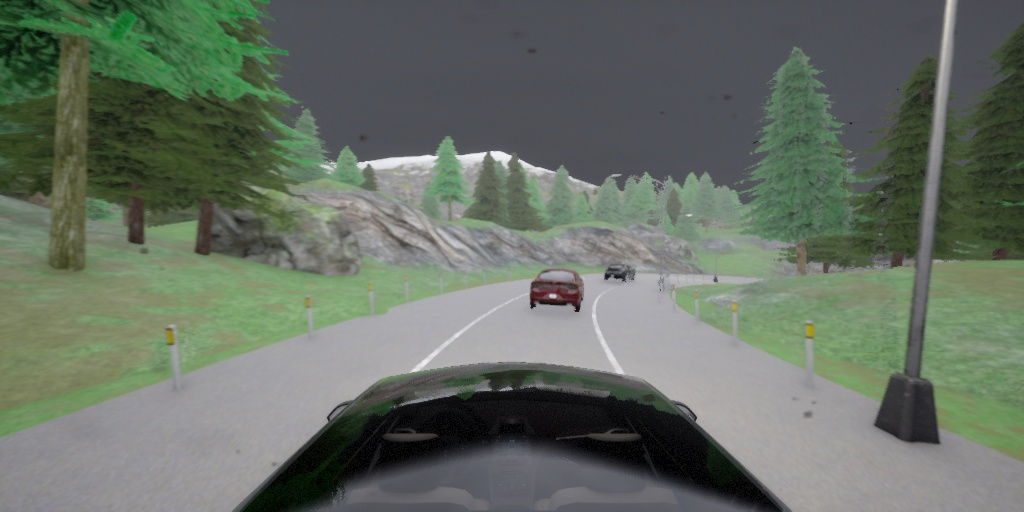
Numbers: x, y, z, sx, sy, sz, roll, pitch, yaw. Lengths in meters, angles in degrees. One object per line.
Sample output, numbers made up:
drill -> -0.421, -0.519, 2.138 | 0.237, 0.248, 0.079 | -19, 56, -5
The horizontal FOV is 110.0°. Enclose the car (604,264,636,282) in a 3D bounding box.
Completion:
car -> 9.746, 1.487, 32.197 | 1.837, 1.490, 4.892 | 4, 1, 33

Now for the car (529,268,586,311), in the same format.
car -> 1.964, 1.238, 14.829 | 1.882, 1.535, 5.008 | 2, 0, 13
